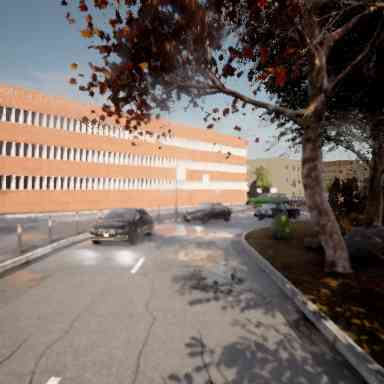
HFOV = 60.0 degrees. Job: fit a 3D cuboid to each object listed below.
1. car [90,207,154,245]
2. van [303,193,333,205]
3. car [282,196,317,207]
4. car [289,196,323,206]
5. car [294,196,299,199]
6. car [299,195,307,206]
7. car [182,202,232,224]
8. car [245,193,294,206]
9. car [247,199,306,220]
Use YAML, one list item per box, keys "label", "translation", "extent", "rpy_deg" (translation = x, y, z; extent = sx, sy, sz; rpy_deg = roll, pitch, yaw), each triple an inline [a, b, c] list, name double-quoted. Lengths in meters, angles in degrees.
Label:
- label: "car"
  translation: [-3.109, 1.485, 15.647]
  extent: [1.837, 1.490, 4.892]
  rpy_deg: [0, 0, 7]
- label: "van"
  translation: [21.967, 1.124, 58.016]
  extent: [4.442, 1.987, 1.878]
  rpy_deg: [0, 0, 38]
- label: "car"
  translation: [16.613, 1.420, 51.442]
  extent: [4.674, 1.452, 2.002]
  rpy_deg: [0, 0, 38]
- label: "car"
  translation: [18.371, 1.410, 53.656]
  extent: [4.674, 1.452, 2.002]
  rpy_deg: [0, 0, 38]
- label: "car"
  translation: [11.354, 1.446, 44.793]
  extent: [4.674, 1.452, 2.002]
  rpy_deg: [0, 0, 38]
- label: "car"
  translation: [13.106, 1.399, 47.012]
  extent: [5.008, 1.535, 2.097]
  rpy_deg: [0, 0, 38]
- label: "car"
  translation: [1.238, 1.499, 24.759]
  extent: [1.812, 1.442, 4.674]
  rpy_deg: [0, 0, 38]
- label: "car"
  translation: [9.582, 1.161, 42.591]
  extent: [5.566, 2.045, 2.435]
  rpy_deg: [0, 0, 38]
- label: "car"
  translation: [6.941, 1.540, 26.962]
  extent: [2.033, 1.411, 5.357]
  rpy_deg: [0, 0, 41]
